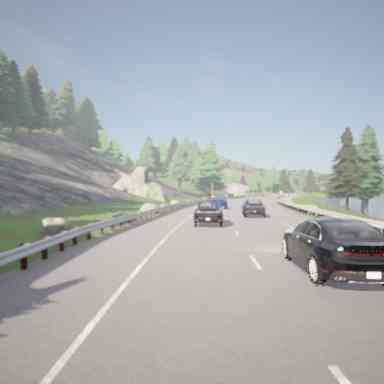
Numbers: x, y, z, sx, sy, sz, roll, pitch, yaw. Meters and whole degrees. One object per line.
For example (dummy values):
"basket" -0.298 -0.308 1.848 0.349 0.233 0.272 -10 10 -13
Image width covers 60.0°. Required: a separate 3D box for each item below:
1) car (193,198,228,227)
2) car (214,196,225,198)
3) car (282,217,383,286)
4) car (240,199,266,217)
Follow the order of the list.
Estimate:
"car" 1.147 1.394 22.231 2.128 1.511 4.902 0 0 5
"car" 3.484 1.297 41.739 1.882 1.535 5.008 0 0 9
"car" 3.855 1.468 9.297 1.837 1.490 4.892 0 0 2
"car" 5.352 1.369 29.252 2.128 1.511 4.902 0 0 6
